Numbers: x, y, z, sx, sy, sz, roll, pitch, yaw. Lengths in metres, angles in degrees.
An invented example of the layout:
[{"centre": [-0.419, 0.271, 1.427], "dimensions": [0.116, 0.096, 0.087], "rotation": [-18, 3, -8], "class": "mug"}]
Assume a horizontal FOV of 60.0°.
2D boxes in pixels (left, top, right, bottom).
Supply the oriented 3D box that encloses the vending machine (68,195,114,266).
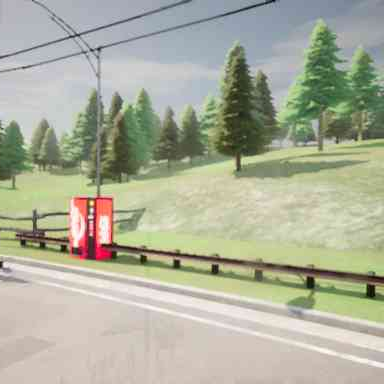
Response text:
[{"centre": [-3.177, 1.147, 10.514], "dimensions": [0.880, 2.100, 1.100], "rotation": [0, 0, 30], "class": "vending machine"}]
